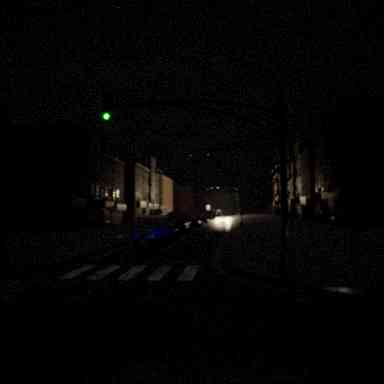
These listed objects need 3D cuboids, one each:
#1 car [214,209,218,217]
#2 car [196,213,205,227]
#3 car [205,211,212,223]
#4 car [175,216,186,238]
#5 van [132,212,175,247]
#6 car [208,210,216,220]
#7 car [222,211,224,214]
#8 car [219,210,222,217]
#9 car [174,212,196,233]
[{"bbox_3d":[3.550,4.496,65.138,1.967,1.590,4.097,0,-3,8],"label":"car"},{"bbox_3d":[0.087,3.349,38.939,1.887,1.381,4.507,1,-3,8],"label":"car"},{"bbox_3d":[1.471,3.876,49.416,1.802,1.307,4.206,0,-3,8],"label":"car"},{"bbox_3d":[-1.950,2.660,23.522,2.008,1.369,4.403,1,-2,8],"label":"car"},{"bbox_3d":[-2.381,2.305,20.243,1.690,1.788,3.998,1,-2,8],"label":"van"},{"bbox_3d":[2.856,4.343,59.895,1.887,1.381,4.507,0,-3,8],"label":"car"},{"bbox_3d":[6.320,5.436,86.096,2.192,1.841,5.009,0,-3,8],"label":"car"},{"bbox_3d":[5.626,5.401,80.848,2.008,1.369,4.403,0,-3,8],"label":"car"},{"bbox_3d":[-1.293,2.644,28.470,2.192,1.841,5.009,1,-2,8],"label":"car"}]
